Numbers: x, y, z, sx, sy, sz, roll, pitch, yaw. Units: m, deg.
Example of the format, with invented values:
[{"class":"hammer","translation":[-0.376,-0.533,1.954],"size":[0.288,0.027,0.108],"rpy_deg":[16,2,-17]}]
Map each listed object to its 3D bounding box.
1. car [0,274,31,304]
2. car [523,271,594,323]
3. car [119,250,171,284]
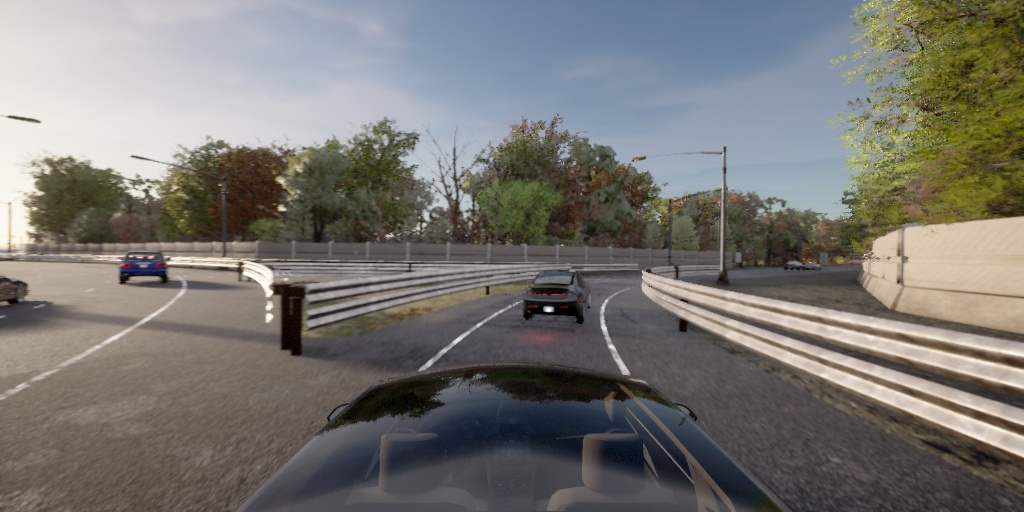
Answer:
[{"class":"car","translation":[-17.902,1.068,11.443],"size":[2.033,1.411,5.357],"rpy_deg":[1,0,-38]},{"class":"car","translation":[1.694,1.264,12.455],"size":[1.837,1.490,4.892],"rpy_deg":[0,0,16]},{"class":"car","translation":[-24.108,0.654,23.608],"size":[2.150,2.045,5.566],"rpy_deg":[1,0,-44]}]
